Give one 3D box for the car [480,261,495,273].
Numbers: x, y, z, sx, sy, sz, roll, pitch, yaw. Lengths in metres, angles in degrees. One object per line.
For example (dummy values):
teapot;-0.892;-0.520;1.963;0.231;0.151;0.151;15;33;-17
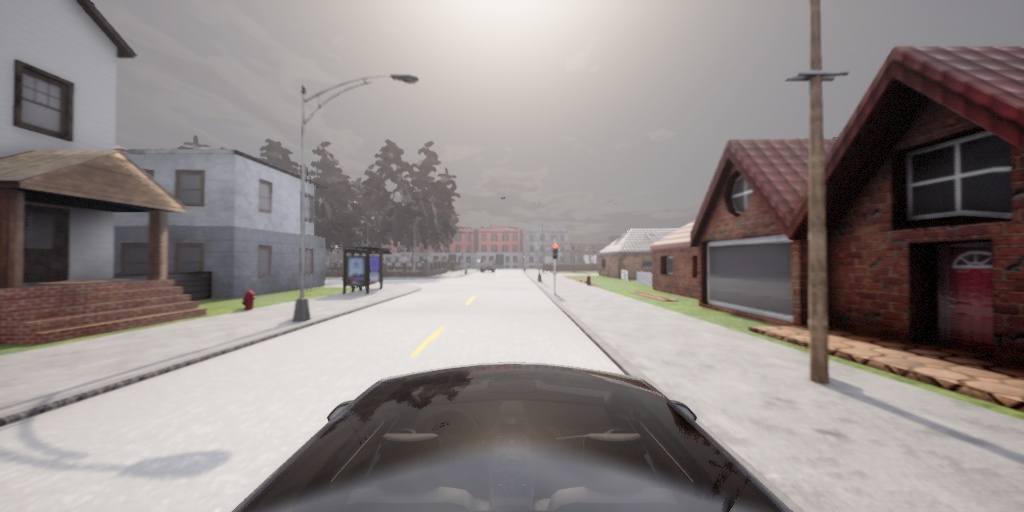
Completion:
car;-4.066;1.795;60.361;2.150;2.045;5.566;0;-1;1
